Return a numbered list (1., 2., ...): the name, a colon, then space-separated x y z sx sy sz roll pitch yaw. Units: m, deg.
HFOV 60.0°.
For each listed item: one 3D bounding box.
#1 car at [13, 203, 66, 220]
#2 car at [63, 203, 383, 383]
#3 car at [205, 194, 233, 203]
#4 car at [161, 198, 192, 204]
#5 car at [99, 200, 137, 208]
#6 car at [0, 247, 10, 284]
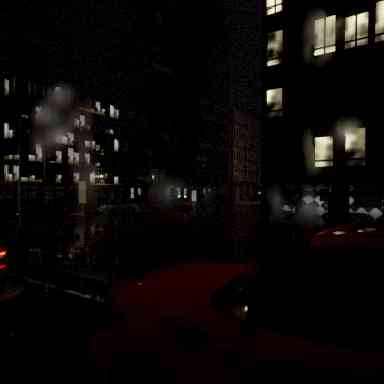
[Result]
1. car: -12.930 1.617 28.526 1.994 1.385 4.181 1 0 37
2. car: 1.668 1.221 2.496 5.566 2.045 2.150 0 0 35
3. car: 4.321 1.406 51.689 2.150 2.045 5.566 1 0 37
4. car: -2.061 1.691 37.805 2.033 1.411 5.357 1 0 37
5. car: -7.788 1.619 35.462 1.812 1.442 4.674 1 0 37
6. car: -6.238 1.522 8.109 4.674 1.442 1.812 0 0 35
